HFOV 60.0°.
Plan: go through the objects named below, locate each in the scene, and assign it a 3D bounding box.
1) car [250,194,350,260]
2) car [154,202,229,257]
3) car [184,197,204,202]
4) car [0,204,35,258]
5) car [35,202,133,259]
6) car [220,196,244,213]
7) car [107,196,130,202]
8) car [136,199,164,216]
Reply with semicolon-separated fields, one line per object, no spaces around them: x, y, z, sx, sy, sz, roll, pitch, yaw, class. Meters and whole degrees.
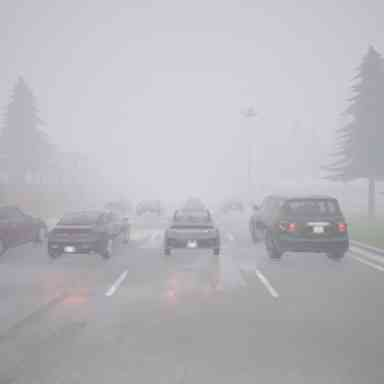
3.512;1.072;11.882;2.150;2.045;5.566;0;1;0;car
0.017;1.334;12.290;2.128;1.511;4.902;0;1;0;car
0.162;1.169;30.873;1.994;1.385;4.181;0;1;1;car
-6.989;1.198;11.864;2.097;1.767;4.553;0;1;0;car
-3.485;1.352;11.959;1.837;1.490;4.892;0;1;1;car
3.663;1.129;30.944;1.812;1.442;4.674;0;1;1;car
-6.839;1.128;30.968;1.812;1.442;4.674;0;1;1;car
-3.384;1.243;27.927;1.895;1.301;4.718;0;1;1;car
